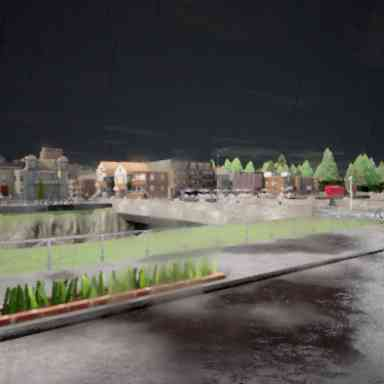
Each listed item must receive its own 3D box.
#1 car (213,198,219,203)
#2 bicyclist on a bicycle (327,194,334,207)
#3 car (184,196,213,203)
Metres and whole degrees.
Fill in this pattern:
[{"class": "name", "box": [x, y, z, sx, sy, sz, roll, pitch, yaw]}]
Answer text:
[{"class": "car", "box": [2.145, 1.314, 53.555, 1.895, 1.301, 4.718, -1, 0, -36]}, {"class": "bicyclist on a bicycle", "box": [16.835, 1.025, 40.423, 1.656, 1.620, 0.582, -1, 1, -36]}, {"class": "car", "box": [0.552, 1.312, 48.761, 1.994, 1.385, 4.181, -1, 0, -35]}]
